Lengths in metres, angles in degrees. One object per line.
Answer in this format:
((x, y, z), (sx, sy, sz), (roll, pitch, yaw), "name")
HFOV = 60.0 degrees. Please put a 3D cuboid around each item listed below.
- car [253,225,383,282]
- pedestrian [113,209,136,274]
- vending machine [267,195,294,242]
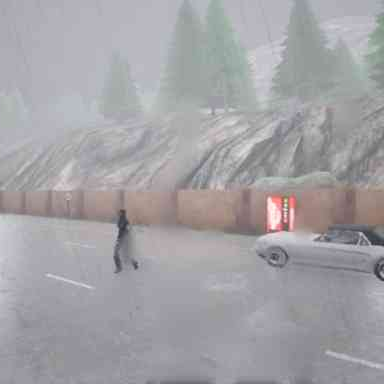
((4.236, 1.601, 9.615), (4.718, 1.301, 1.895), (0, 0, 36), "car")
((-1.884, 1.294, 9.179), (0.375, 1.860, 0.375), (0, 0, 38), "pedestrian")
((4.195, 1.195, 15.698), (0.880, 2.100, 1.100), (0, 0, 37), "vending machine")
